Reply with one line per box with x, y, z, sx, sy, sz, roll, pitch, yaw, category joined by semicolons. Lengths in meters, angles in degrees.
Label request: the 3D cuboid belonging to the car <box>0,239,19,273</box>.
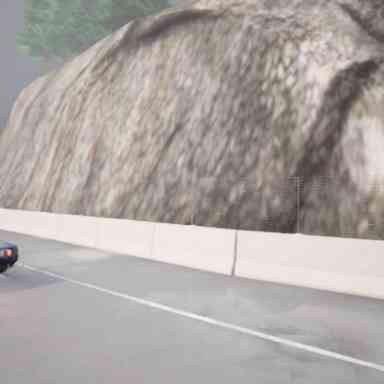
-6.885;1.597;9.514;4.718;1.301;1.895;0;0;40;car
